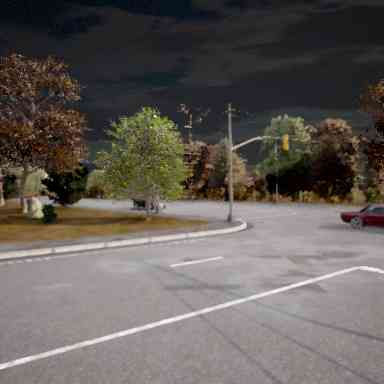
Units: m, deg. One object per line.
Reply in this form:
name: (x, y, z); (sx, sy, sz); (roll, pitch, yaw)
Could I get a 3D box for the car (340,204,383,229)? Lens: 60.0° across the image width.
car: (10.179, 1.291, 16.884); (1.895, 1.301, 4.718); (-2, 1, -33)

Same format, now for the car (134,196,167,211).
car: (-4.680, 1.187, 36.814); (2.128, 1.511, 4.902); (-2, 1, -39)
